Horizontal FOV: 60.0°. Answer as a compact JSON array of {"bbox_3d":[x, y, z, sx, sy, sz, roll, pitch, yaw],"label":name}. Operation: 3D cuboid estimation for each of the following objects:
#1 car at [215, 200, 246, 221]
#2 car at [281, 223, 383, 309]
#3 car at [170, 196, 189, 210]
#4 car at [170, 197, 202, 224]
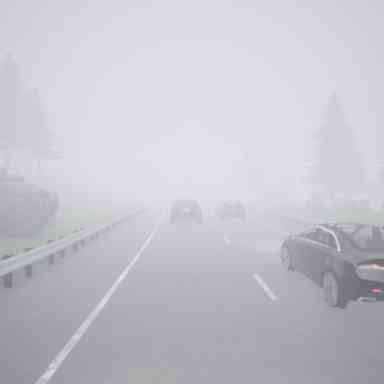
[{"bbox_3d":[2.932,1.380,26.055,2.128,1.511,4.902,0,0,-3],"label":"car"},{"bbox_3d":[3.523,1.457,7.776,2.128,1.511,4.902,0,0,-1],"label":"car"},{"bbox_3d":[-1.594,1.314,41.522,2.128,1.511,4.902,0,0,-5],"label":"car"},{"bbox_3d":[-0.458,1.251,23.624,2.097,1.767,4.553,0,0,-3],"label":"car"}]
